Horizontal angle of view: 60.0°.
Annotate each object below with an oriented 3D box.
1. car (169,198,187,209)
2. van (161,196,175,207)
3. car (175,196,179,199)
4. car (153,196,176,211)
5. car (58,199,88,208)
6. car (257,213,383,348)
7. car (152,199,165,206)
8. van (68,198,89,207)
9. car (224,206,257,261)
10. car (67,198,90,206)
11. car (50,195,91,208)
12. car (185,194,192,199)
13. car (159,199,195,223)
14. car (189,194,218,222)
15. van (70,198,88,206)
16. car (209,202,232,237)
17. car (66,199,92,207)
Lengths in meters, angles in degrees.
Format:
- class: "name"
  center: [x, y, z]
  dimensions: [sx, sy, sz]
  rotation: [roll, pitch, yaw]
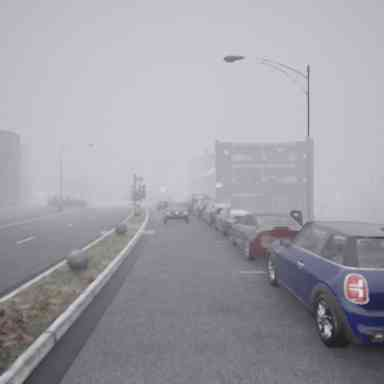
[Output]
- class: "car"
  center: [-2.164, 1.717, 50.616]
  dimensions: [2.002, 1.452, 4.674]
  rotation: [0, -1, -11]
- class: "van"
  center: [-4.545, 1.715, 61.572]
  dimensions: [1.878, 1.987, 4.442]
  rotation: [0, -1, -13]
- class: "car"
  center: [-1.135, 1.621, 45.171]
  dimensions: [2.002, 1.452, 4.674]
  rotation: [0, -1, -10]
- class: "car"
  center: [-3.501, 1.564, 41.411]
  dimensions: [1.837, 1.490, 4.892]
  rotation: [0, 0, -9]
- class: "car"
  center: [-20.676, 2.003, 58.011]
  dimensions: [4.792, 1.488, 2.163]
  rotation: [0, -2, -13]
- class: "car"
  center: [2.914, 1.334, 6.457]
  dimensions: [2.185, 1.767, 4.553]
  rotation: [0, 0, -1]
- class: "car"
  center: [-7.316, 2.247, 72.158]
  dimensions: [2.097, 1.535, 5.008]
  rotation: [0, -2, -15]
- class: "van"
  center: [-26.126, 2.298, 76.457]
  dimensions: [4.442, 1.987, 1.878]
  rotation: [0, -1, -18]
- class: "car"
  center: [2.673, 1.475, 12.181]
  dimensions: [2.163, 1.488, 4.792]
  rotation: [0, 0, -2]
- class: "car"
  center: [-28.658, 2.474, 84.100]
  dimensions: [5.566, 2.045, 2.435]
  rotation: [0, -1, -19]
- class: "car"
  center: [-19.427, 1.574, 52.699]
  dimensions: [5.566, 2.045, 2.435]
  rotation: [0, -1, -12]
- class: "car"
  center: [0.604, 1.204, 34.266]
  dimensions: [2.435, 2.045, 5.566]
  rotation: [0, 0, -7]
- class: "car"
  center: [-1.273, 1.490, 24.981]
  dimensions: [2.033, 1.411, 5.357]
  rotation: [0, 0, -6]
- class: "car"
  center: [1.294, 1.301, 28.698]
  dimensions: [2.185, 1.767, 4.553]
  rotation: [0, 0, -6]
- class: "van"
  center: [-29.458, 2.561, 86.729]
  dimensions: [4.442, 1.987, 1.878]
  rotation: [0, -1, -20]
- class: "car"
  center: [2.335, 1.471, 17.690]
  dimensions: [2.002, 1.452, 4.674]
  rotation: [0, 0, -4]
- class: "car"
  center: [-25.001, 2.447, 73.942]
  dimensions: [5.366, 1.575, 1.946]
  rotation: [0, -2, -17]
